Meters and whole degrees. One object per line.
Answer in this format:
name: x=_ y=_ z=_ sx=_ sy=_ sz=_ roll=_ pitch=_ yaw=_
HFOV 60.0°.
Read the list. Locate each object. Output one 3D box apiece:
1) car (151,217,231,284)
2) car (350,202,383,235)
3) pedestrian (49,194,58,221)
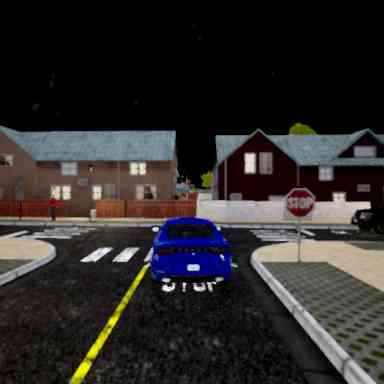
car: x=-0.130 y=1.466 z=9.594 sx=1.882 sy=1.535 sz=5.008 roll=0 pitch=0 yaw=-4
car: x=12.180 y=1.330 z=19.085 sx=5.566 sy=2.045 sz=2.150 roll=1 pitch=0 yaw=1
pedestrian: x=-9.359 y=1.028 z=22.497 sx=0.375 sy=1.860 sz=0.375 roll=0 pitch=0 yaw=1
